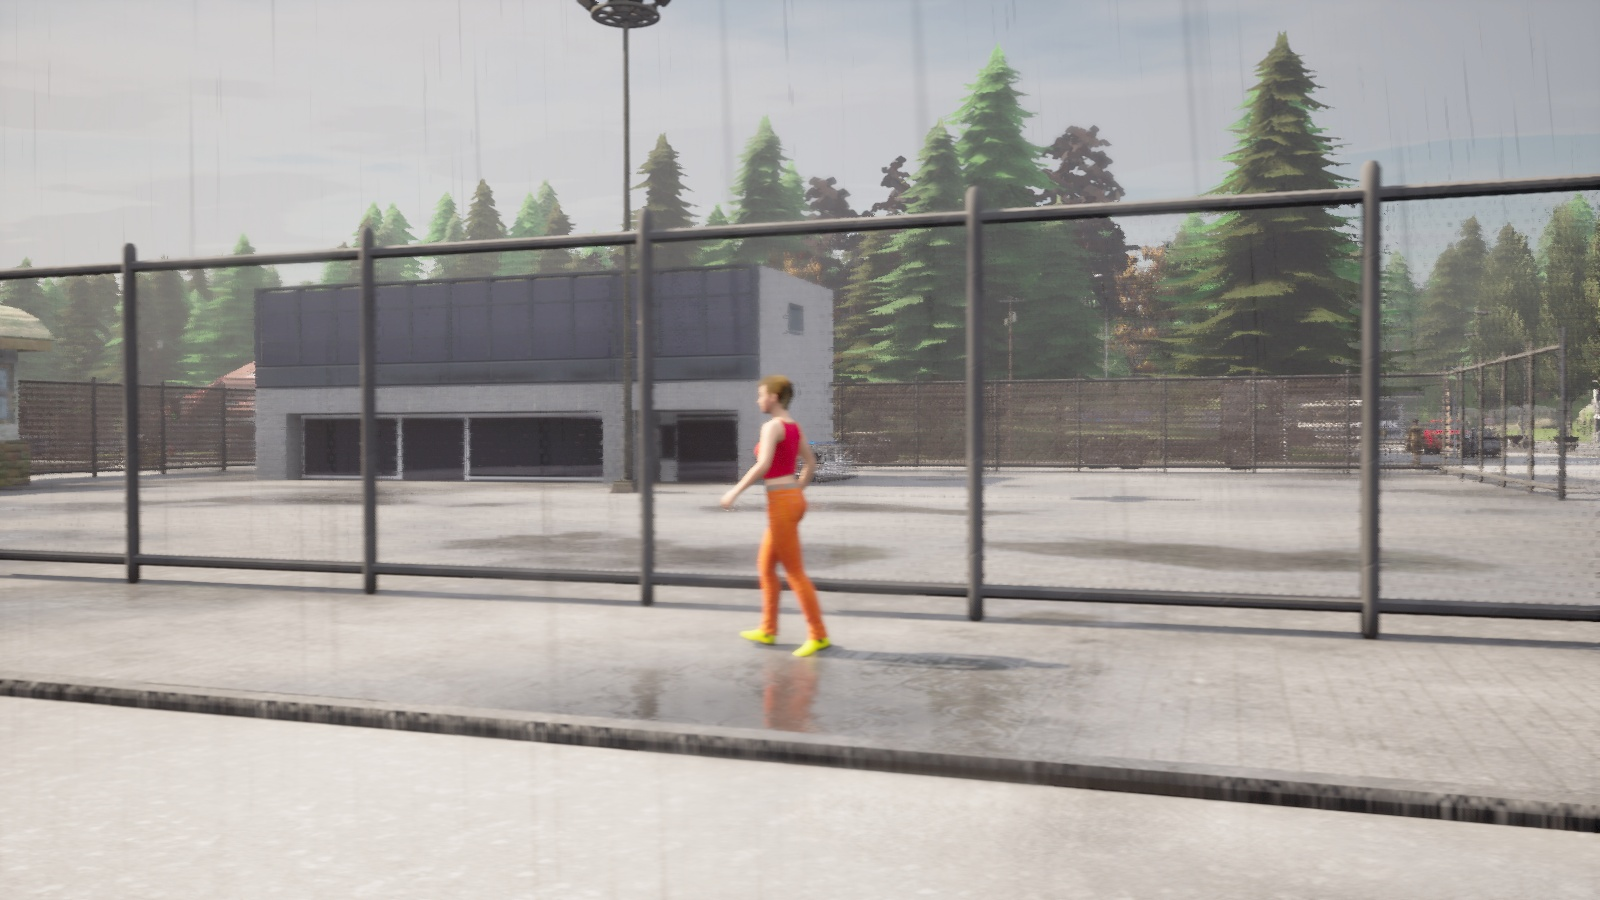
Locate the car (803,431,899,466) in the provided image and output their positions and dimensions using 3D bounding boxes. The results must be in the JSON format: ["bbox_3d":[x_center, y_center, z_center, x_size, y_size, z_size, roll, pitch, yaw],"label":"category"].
[{"bbox_3d":[2.260,-0.073,55.006,3.806,1.475,1.970,0,1,19],"label":"car"}]

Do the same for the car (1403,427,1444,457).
[{"bbox_3d":[40.978,-0.554,82.618,1.905,1.878,3.866,0,1,19],"label":"car"}]

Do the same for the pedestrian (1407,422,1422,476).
[{"bbox_3d":[22.077,-0.046,45.118,0.396,1.930,0.692,0,1,19],"label":"pedestrian"}]

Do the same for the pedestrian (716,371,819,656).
[{"bbox_3d":[-0.217,0.403,8.338,0.594,1.836,0.345,1,1,20],"label":"pedestrian"}]

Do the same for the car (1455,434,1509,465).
[{"bbox_3d":[34.646,-0.058,63.846,1.845,1.501,3.633,1,1,19],"label":"car"}]

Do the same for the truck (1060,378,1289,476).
[{"bbox_3d":[13.902,-0.853,46.837,7.936,3.462,2.891,0,1,18],"label":"truck"}]

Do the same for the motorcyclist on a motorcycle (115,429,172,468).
[{"bbox_3d":[-26.367,-0.079,50.474,0.797,1.523,2.044,0,1,19],"label":"motorcyclist on a motorcycle"}]

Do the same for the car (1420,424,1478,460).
[{"bbox_3d":[37.792,-0.491,73.210,2.150,2.045,5.566,0,1,19],"label":"car"}]
